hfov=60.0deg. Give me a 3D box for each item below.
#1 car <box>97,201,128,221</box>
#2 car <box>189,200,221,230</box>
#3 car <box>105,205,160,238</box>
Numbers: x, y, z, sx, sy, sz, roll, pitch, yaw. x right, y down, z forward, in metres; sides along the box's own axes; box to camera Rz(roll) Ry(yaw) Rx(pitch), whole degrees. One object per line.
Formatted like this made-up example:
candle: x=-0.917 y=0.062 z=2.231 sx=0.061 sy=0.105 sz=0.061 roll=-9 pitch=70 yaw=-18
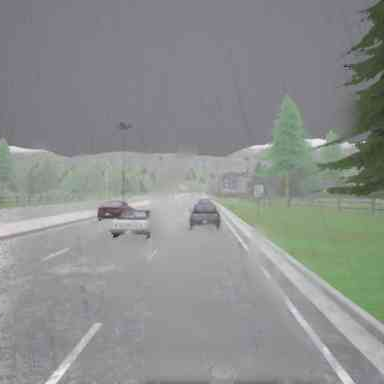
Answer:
car: x=-5.997 y=1.438 z=26.417 sx=1.882 sy=1.535 sz=5.008 roll=0 pitch=0 yaw=2
car: x=0.821 y=1.485 z=21.123 sx=2.128 sy=1.511 sz=4.902 roll=0 pitch=0 yaw=2
car: x=-2.813 y=1.579 z=17.453 sx=1.895 sy=1.301 sz=4.718 roll=0 pitch=0 yaw=2
